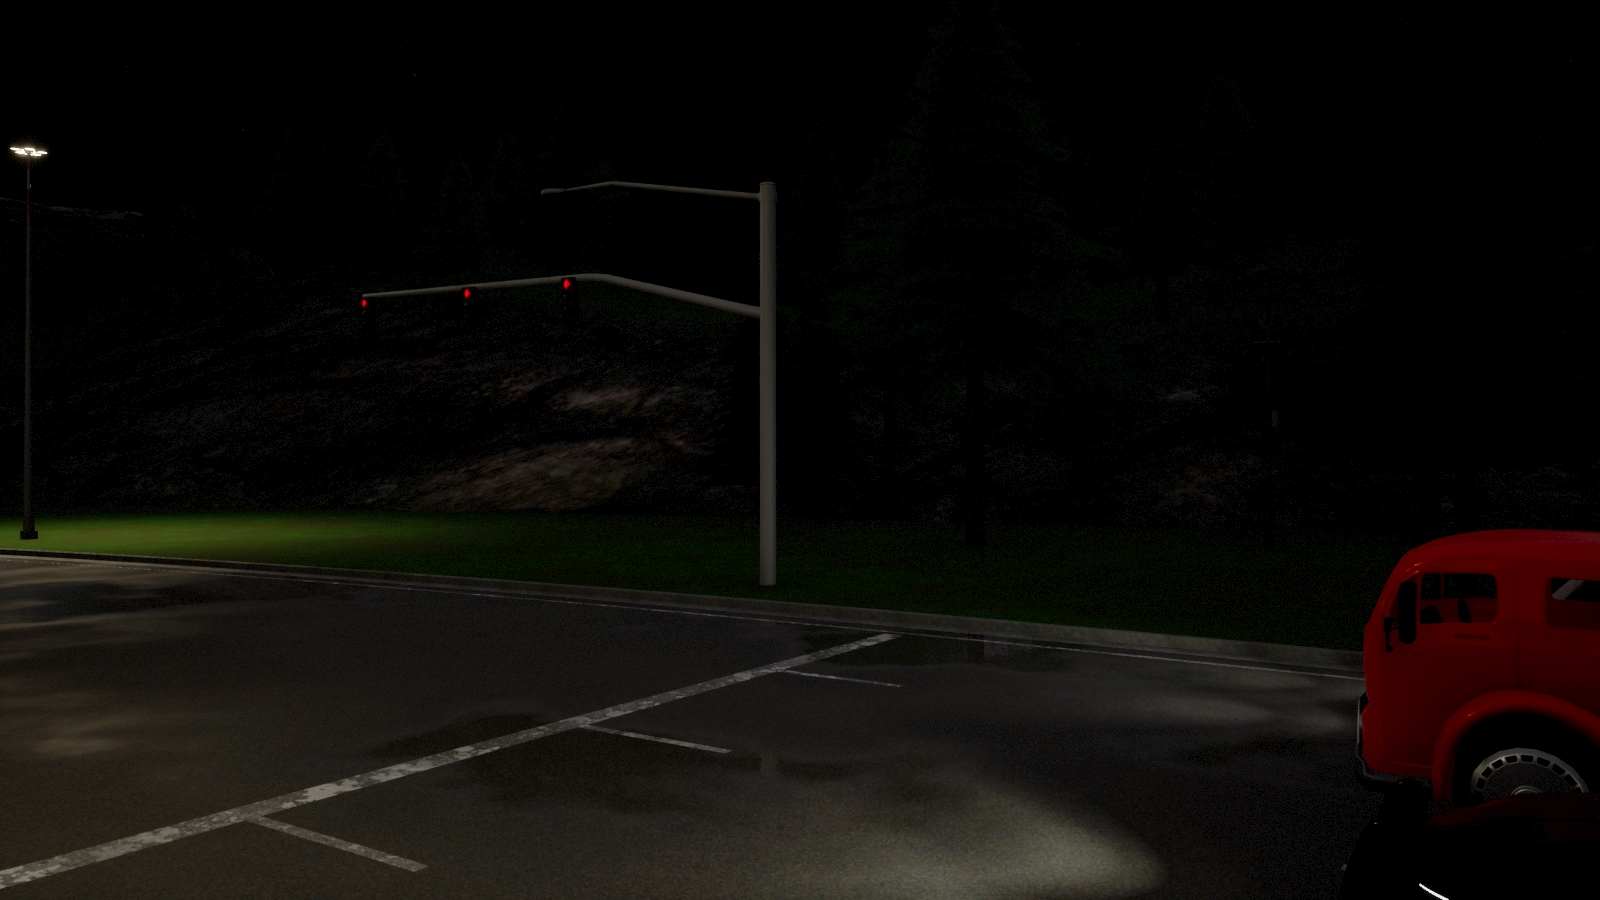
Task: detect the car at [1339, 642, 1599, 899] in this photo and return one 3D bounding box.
[{"bbox_3d":[5.200,1.982,4.552,5.238,1.638,2.097,0,0,35],"label":"car"}]

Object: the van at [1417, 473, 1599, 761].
[{"bbox_3d":[9.028,1.534,10.264,5.915,2.561,1.988,0,0,36],"label":"van"}]

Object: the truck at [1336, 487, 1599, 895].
[{"bbox_3d":[6.669,1.569,7.668,5.204,2.467,2.627,0,0,34],"label":"truck"}]
